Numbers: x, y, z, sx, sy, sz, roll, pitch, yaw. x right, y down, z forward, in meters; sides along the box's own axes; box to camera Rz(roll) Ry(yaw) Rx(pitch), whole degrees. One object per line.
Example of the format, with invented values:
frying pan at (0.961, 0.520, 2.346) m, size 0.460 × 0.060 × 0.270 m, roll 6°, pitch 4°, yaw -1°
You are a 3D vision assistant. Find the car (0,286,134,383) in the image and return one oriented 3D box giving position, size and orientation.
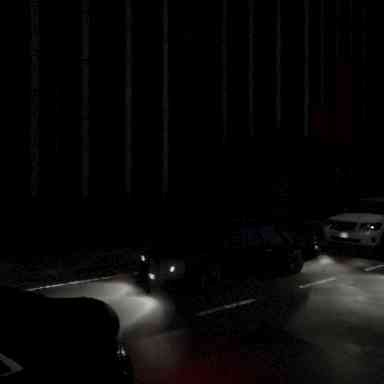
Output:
car at (-2.772, 1.505, 1.998) m, size 4.892 × 1.490 × 1.837 m, roll 0°, pitch 0°, yaw -35°

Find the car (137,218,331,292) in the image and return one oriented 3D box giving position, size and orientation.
car at (1.266, 1.551, 9.140) m, size 5.357 × 1.411 × 2.033 m, roll 0°, pitch 0°, yaw -35°

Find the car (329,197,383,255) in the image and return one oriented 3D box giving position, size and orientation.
car at (7.801, 1.228, 13.735) m, size 5.566 × 2.045 × 2.150 m, roll 0°, pitch 0°, yaw -36°
